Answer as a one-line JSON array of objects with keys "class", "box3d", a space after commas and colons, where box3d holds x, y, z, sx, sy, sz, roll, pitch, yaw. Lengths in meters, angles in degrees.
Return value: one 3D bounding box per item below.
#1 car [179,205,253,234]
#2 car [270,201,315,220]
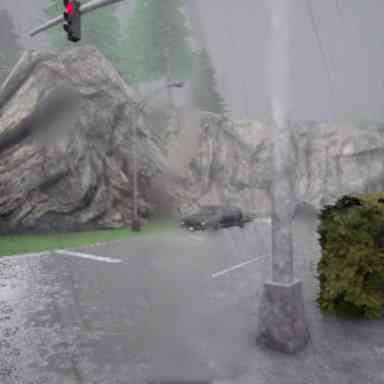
[{"class": "car", "box3d": [1.574, 1.480, 19.179, 2.033, 1.411, 5.357, -1, 0, 38]}, {"class": "car", "box3d": [8.099, 1.401, 26.779, 4.181, 1.385, 1.994, -1, 0, -42]}]
